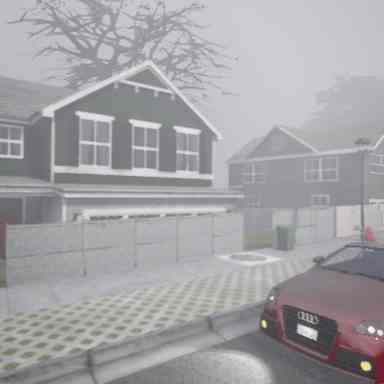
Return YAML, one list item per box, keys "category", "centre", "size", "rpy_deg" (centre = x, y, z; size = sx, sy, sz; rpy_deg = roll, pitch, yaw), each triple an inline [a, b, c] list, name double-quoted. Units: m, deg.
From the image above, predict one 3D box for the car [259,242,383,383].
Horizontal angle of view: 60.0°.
- category: "car"
  centre: [3.039, 1.558, 5.328]
  size: [4.181, 1.385, 1.994]
  rpy_deg: [0, 0, -36]
